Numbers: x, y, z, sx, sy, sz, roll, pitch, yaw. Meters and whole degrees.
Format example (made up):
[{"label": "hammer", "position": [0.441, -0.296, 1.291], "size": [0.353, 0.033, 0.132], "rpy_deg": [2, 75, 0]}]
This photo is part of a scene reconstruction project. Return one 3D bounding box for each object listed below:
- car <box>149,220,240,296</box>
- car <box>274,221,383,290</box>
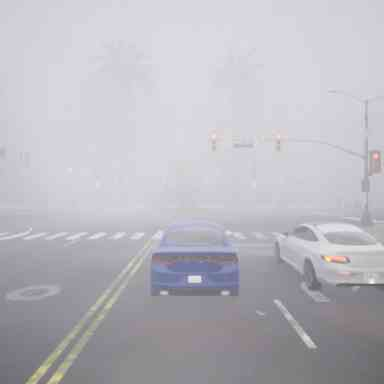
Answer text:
[{"label": "car", "position": [0.062, 1.465, 8.649], "size": [1.882, 1.535, 5.008], "rpy_deg": [0, 0, 0]}, {"label": "car", "position": [3.563, 1.513, 8.901], "size": [1.812, 1.442, 4.674], "rpy_deg": [0, 0, 0]}]
